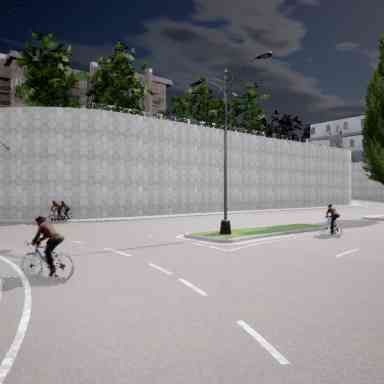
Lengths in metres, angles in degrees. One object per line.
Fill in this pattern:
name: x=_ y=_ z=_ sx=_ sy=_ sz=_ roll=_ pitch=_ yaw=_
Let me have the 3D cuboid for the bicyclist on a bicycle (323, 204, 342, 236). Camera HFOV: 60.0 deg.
bicyclist on a bicycle: x=7.296 y=1.455 z=17.308 sx=0.582 sy=1.620 sz=1.656 roll=0 pitch=-2 yaw=-9

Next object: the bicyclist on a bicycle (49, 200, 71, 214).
bicyclist on a bicycle: x=-9.030 y=1.424 z=23.433 sx=0.582 sy=1.620 sz=1.656 roll=10 pitch=9 yaw=23

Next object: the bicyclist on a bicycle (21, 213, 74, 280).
bicyclist on a bicycle: x=-3.750 y=1.455 z=8.562 sx=1.656 sy=1.620 sz=0.582 roll=-2 pitch=-1 yaw=17

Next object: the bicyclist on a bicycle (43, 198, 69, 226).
bicyclist on a bicycle: x=-9.619 y=1.387 z=23.638 sx=0.582 sy=1.620 sz=1.656 roll=0 pitch=9 yaw=21
